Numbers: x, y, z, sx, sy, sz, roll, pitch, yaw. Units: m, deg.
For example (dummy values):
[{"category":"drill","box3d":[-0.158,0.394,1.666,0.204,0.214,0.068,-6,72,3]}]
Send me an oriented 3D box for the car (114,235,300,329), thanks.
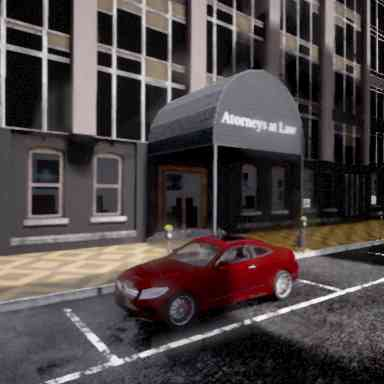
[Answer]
[{"category":"car","box3d":[0.510,1.599,6.917,4.206,1.307,1.802,0,0,-35]}]
